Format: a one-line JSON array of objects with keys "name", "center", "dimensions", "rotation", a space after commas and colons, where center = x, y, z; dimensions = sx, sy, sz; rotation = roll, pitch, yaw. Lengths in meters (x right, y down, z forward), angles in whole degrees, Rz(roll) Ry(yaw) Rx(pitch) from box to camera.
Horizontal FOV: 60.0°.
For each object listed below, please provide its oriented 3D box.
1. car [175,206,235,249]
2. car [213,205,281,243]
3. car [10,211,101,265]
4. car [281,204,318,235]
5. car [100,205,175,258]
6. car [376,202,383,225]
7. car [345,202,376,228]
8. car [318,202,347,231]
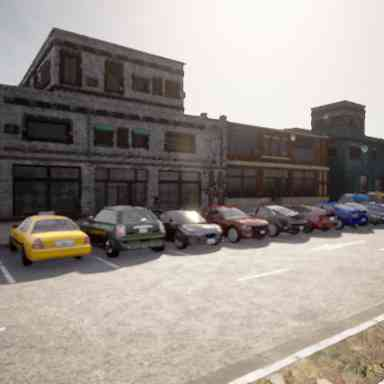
[{"name": "car", "center": [-0.641, 1.490, 14.754], "dimensions": [2.163, 1.488, 4.792], "rotation": [0, 0, -35]}, {"name": "car", "center": [1.604, 1.455, 16.390], "dimensions": [2.097, 1.535, 5.008], "rotation": [0, 0, -35]}, {"name": "car", "center": [-5.195, 1.468, 11.783], "dimensions": [1.946, 1.575, 5.366], "rotation": [0, 0, -35]}, {"name": "car", "center": [3.878, 1.453, 17.990], "dimensions": [2.231, 1.521, 4.892], "rotation": [0, 0, -35]}, {"name": "car", "center": [-2.902, 1.340, 13.150], "dimensions": [2.185, 1.767, 4.553], "rotation": [0, 0, -36]}, {"name": "car", "center": [10.770, 1.448, 22.900], "dimensions": [2.231, 1.521, 4.892], "rotation": [0, 0, -35]}, {"name": "car", "center": [8.511, 1.447, 21.281], "dimensions": [2.097, 1.535, 5.008], "rotation": [0, 0, -35]}, {"name": "car", "center": [6.122, 1.478, 19.628], "dimensions": [2.163, 1.488, 4.792], "rotation": [0, 0, -35]}]
